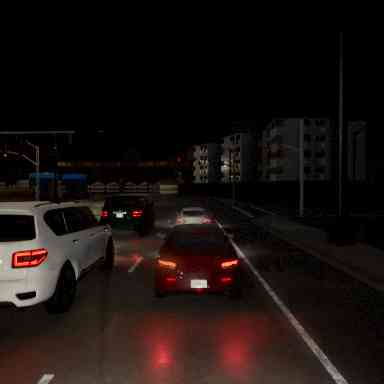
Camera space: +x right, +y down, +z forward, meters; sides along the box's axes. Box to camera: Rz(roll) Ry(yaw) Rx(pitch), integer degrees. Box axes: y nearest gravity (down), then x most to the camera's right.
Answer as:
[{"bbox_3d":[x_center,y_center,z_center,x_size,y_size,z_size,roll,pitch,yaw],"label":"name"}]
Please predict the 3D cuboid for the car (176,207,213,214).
[{"bbox_3d":[0.112,1.490,17.510,1.812,1.442,4.674,0,0,1],"label":"car"}]

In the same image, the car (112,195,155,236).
[{"bbox_3d":[-3.355,1.179,18.139,2.150,2.045,5.566,0,0,0],"label":"car"}]

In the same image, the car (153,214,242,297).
[{"bbox_3d":[0.118,1.521,8.423,1.812,1.442,4.674,0,0,0],"label":"car"}]

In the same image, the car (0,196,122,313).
[{"bbox_3d":[-3.385,1.218,7.780,2.150,2.045,5.566,0,0,0],"label":"car"}]
